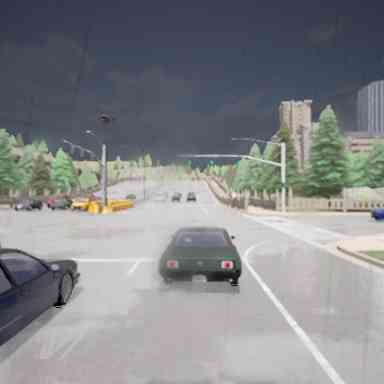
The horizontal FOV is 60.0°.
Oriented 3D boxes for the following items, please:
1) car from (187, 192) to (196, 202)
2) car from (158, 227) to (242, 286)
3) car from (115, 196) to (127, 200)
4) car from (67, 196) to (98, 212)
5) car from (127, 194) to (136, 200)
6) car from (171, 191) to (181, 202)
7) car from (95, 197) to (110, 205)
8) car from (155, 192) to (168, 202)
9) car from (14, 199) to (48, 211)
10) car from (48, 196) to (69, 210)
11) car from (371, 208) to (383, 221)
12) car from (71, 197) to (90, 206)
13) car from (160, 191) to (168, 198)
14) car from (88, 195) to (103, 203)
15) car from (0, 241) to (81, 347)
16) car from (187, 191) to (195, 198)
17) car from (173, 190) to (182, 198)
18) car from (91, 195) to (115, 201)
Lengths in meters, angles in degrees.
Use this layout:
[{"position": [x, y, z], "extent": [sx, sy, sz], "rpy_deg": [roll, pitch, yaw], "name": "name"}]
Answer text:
[{"position": [-0.116, 1.195, 75.161], "extent": [2.097, 1.767, 4.553], "rpy_deg": [0, 4, 0], "name": "car"}, {"position": [0.300, 1.645, 9.570], "extent": [1.895, 1.301, 4.718], "rpy_deg": [0, 0, 3], "name": "car"}, {"position": [-14.079, 1.781, 62.552], "extent": [1.812, 1.442, 4.674], "rpy_deg": [0, 0, 0], "name": "car"}, {"position": [-14.077, 1.673, 43.126], "extent": [1.882, 1.535, 5.008], "rpy_deg": [0, 0, -1], "name": "car"}, {"position": [-14.125, 1.192, 76.629], "extent": [1.837, 1.490, 4.892], "rpy_deg": [0, 3, 0], "name": "car"}, {"position": [-3.615, 1.357, 74.908], "extent": [1.837, 1.490, 4.892], "rpy_deg": [0, 4, 0], "name": "car"}, {"position": [-17.563, 1.775, 65.531], "extent": [1.994, 1.385, 4.181], "rpy_deg": [0, 1, 0], "name": "car"}, {"position": [-7.115, 1.069, 75.007], "extent": [2.150, 2.045, 5.566], "rpy_deg": [0, 4, 0], "name": "car"}, {"position": [-21.103, 1.687, 43.140], "extent": [2.128, 1.511, 4.902], "rpy_deg": [0, 0, 0], "name": "car"}, {"position": [-17.603, 1.711, 45.589], "extent": [1.837, 1.490, 4.892], "rpy_deg": [0, 0, 0], "name": "car"}, {"position": [16.995, 1.599, 26.617], "extent": [5.008, 1.535, 1.882], "rpy_deg": [0, 0, 0], "name": "car"}, {"position": [-21.056, 1.728, 62.961], "extent": [1.882, 1.535, 5.008], "rpy_deg": [0, 1, 0], "name": "car"}, {"position": [-7.175, 0.616, 85.644], "extent": [1.895, 1.301, 4.718], "rpy_deg": [0, 6, 0], "name": "car"}, {"position": [-21.104, 1.503, 72.899], "extent": [1.994, 1.385, 4.181], "rpy_deg": [0, 2, 0], "name": "car"}, {"position": [-3.422, 1.571, 5.017], "extent": [2.033, 1.411, 5.357], "rpy_deg": [0, 0, 0], "name": "car"}, {"position": [-0.173, 0.607, 85.233], "extent": [2.033, 1.411, 5.357], "rpy_deg": [0, 6, 0], "name": "car"}, {"position": [-3.673, 0.592, 85.212], "extent": [2.128, 1.511, 4.902], "rpy_deg": [0, 6, 0], "name": "car"}, {"position": [-14.100, 1.728, 52.371], "extent": [2.128, 1.511, 4.902], "rpy_deg": [0, 0, 0], "name": "car"}]
